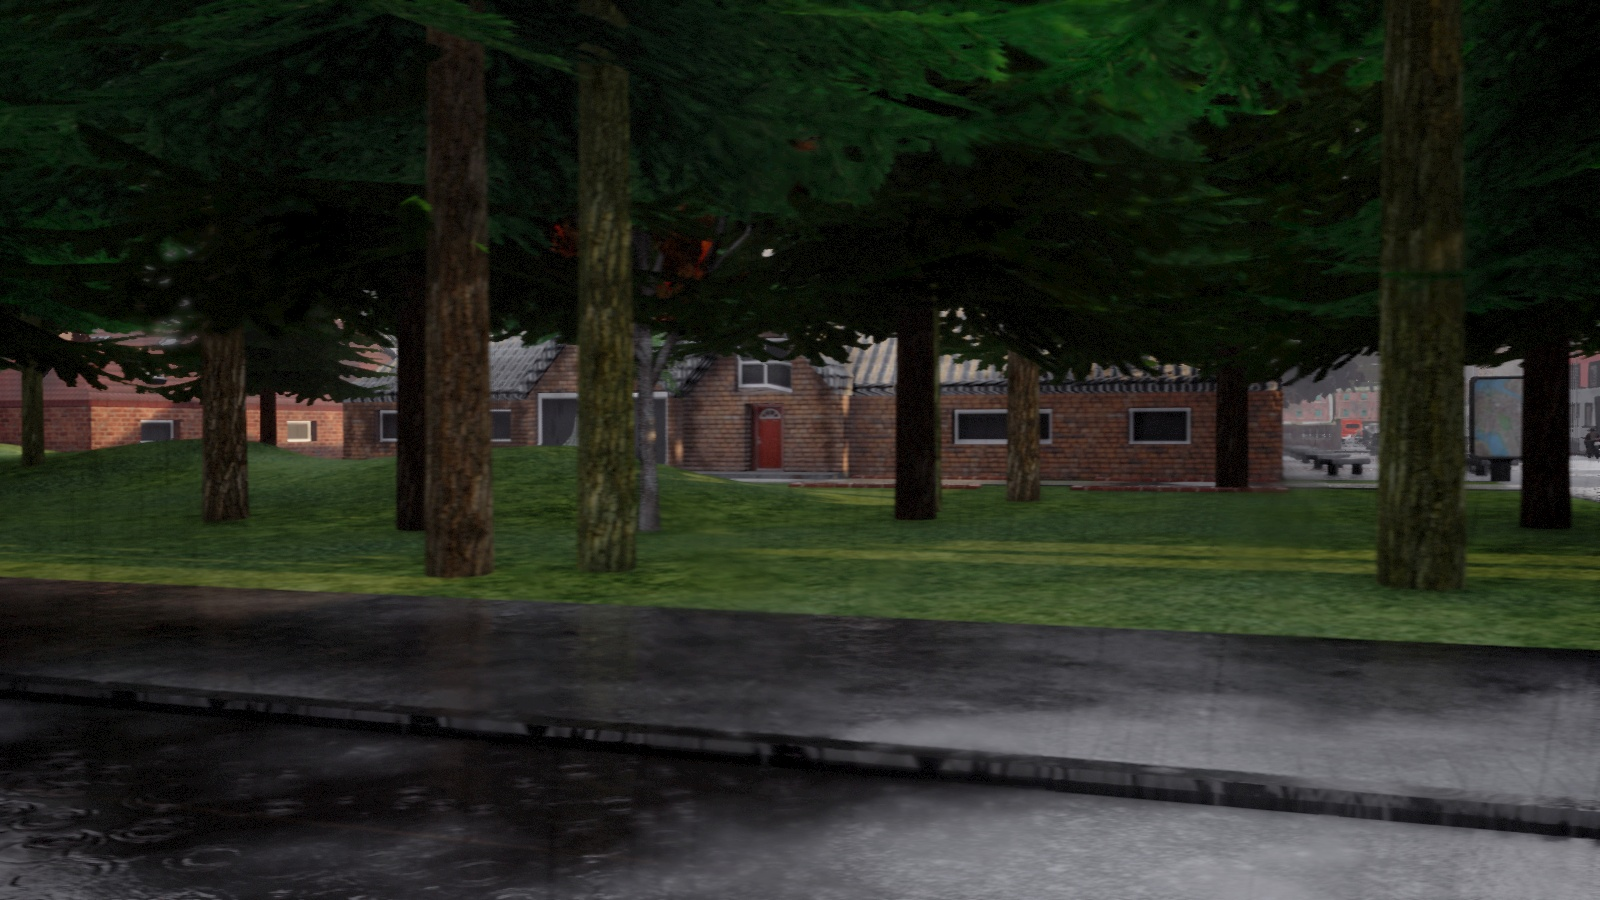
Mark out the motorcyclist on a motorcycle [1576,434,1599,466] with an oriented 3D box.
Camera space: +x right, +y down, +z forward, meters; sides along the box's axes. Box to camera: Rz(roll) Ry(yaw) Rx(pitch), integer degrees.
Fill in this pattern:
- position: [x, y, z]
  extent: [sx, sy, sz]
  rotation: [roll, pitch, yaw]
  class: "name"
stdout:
- position: [38.685, -0.026, 61.440]
  extent: [0.797, 1.523, 2.044]
  rotation: [1, 1, 19]
  class: "motorcyclist on a motorcycle"
